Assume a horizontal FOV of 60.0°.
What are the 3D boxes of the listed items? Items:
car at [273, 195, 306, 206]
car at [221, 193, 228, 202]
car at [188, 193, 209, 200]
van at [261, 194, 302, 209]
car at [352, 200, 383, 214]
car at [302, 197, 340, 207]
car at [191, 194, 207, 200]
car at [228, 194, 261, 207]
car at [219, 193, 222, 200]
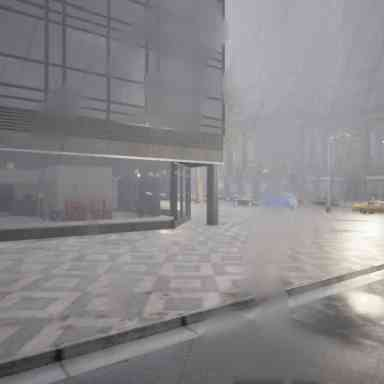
[{"bbox_3d":[14.267,1.223,48.966,1.887,1.381,4.507,1,0,-35],"label":"car"},{"bbox_3d":[7.793,1.073,58.151,2.008,1.369,4.403,1,0,-35],"label":"car"},{"bbox_3d":[1.320,0.910,67.333,2.008,1.369,4.403,1,0,-35],"label":"car"},{"bbox_3d":[10.541,1.090,39.455,1.690,1.788,3.998,1,0,-35],"label":"van"},{"bbox_3d":[17.112,1.398,30.129,1.752,1.417,4.829,1,0,-35],"label":"car"},{"bbox_3d":[17.502,1.315,44.375,1.947,1.339,4.313,1,0,-35],"label":"car"},{"bbox_3d":[0.927,1.051,53.095,1.752,1.417,4.829,1,0,-35],"label":"car"},{"bbox_3d":[7.303,1.230,44.047,2.008,1.369,4.403,1,0,-35],"label":"car"},{"bbox_3d":[4.558,0.880,62.742,1.967,1.590,4.097,1,0,-35],"label":"car"}]
